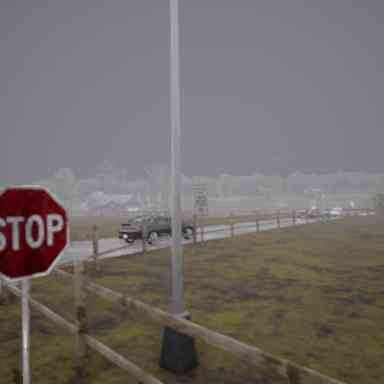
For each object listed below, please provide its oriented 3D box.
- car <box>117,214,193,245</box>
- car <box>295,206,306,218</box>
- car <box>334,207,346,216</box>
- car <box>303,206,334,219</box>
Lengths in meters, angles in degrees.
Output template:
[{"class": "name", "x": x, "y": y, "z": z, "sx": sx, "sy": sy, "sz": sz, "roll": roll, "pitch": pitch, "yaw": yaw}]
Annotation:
[{"class": "car", "x": -1.791, "y": 1.940, "z": 17.957, "sx": 1.837, "sy": 1.490, "sz": 4.892, "roll": -3, "pitch": -3, "yaw": 36}, {"class": "car", "x": 16.596, "y": 2.852, "z": 48.143, "sx": 2.097, "sy": 1.767, "sz": 4.553, "roll": -3, "pitch": -4, "yaw": 36}, {"class": "car", "x": 22.226, "y": 3.098, "z": 51.234, "sx": 1.812, "sy": 1.442, "sz": 4.674, "roll": -3, "pitch": -4, "yaw": 36}, {"class": "car", "x": 16.492, "y": 2.808, "z": 43.193, "sx": 1.994, "sy": 1.385, "sz": 4.181, "roll": -3, "pitch": -4, "yaw": 36}]
